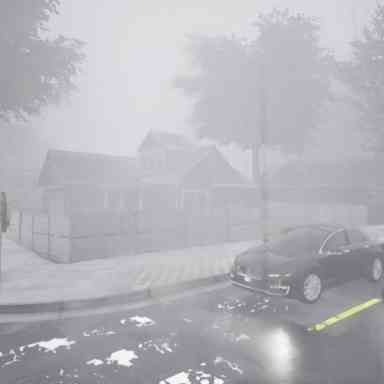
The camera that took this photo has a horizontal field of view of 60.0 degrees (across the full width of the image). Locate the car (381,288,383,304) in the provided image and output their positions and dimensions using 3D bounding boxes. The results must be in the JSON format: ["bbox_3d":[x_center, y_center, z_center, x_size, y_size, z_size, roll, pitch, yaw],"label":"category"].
[{"bbox_3d":[5.862,1.618,6.919,5.357,1.411,2.033,1,-1,-39],"label":"car"}]

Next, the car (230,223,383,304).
[{"bbox_3d":[3.113,1.591,8.441,4.892,1.490,1.837,0,-1,-37],"label":"car"}]
